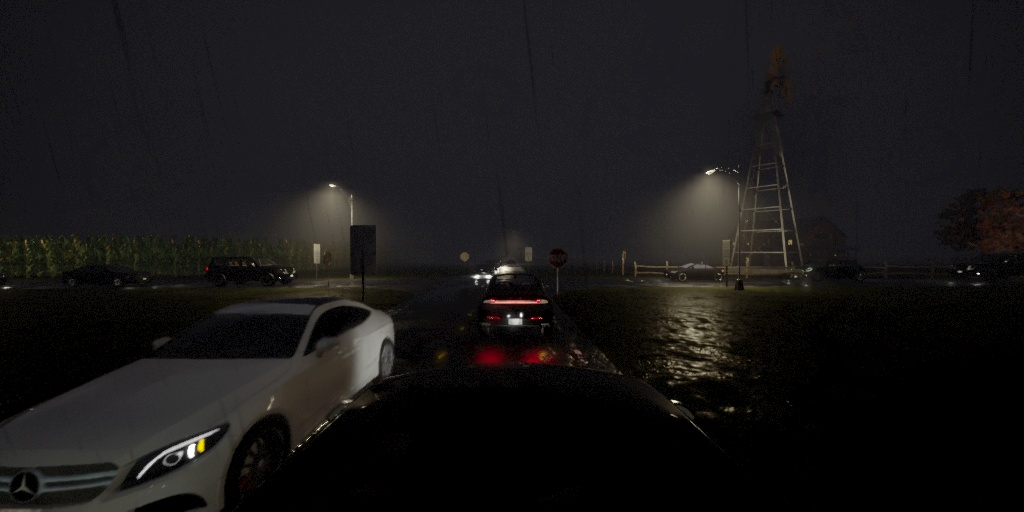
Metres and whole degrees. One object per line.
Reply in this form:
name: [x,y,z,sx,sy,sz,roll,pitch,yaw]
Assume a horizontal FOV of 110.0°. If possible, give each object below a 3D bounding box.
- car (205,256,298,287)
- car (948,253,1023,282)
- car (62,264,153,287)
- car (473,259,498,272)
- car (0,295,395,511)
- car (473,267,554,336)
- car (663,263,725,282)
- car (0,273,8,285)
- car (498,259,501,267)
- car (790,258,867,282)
car: [-18.154,1.039,25.060,5.566,2.045,2.150,0,1,0]
car: [36.399,0.803,26.804,5.566,2.045,2.150,-1,1,2]
car: [-28.189,1.332,25.065,5.008,1.535,1.882,0,1,0]
car: [-3.045,1.289,39.481,1.994,1.385,4.181,0,0,4]
car: [-2.875,1.275,4.409,1.812,1.442,4.674,0,0,0]
car: [0.094,1.239,10.340,2.128,1.511,4.902,0,0,0]
car: [13.920,1.229,27.542,4.181,1.385,1.994,0,1,2]
car: [-38.429,1.419,25.017,4.674,1.442,1.812,0,1,-1]
car: [-2.933,1.218,50.124,1.837,1.490,4.892,0,0,0]
car: [23.901,0.983,27.262,4.553,1.767,2.097,0,1,2]
